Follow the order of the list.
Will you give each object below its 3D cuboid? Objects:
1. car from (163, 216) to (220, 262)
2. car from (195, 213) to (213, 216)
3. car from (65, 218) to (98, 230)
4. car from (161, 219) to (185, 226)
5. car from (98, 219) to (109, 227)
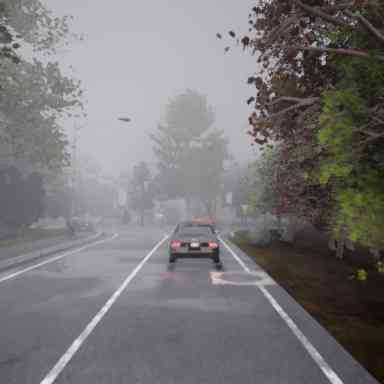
[{"bbox_3d":[0.099,1.877,13.336,2.033,1.411,5.357,0,-2,0],"label":"car"},{"bbox_3d":[1.172,2.695,29.097,2.097,1.767,4.553,-1,-5,9],"label":"car"},{"bbox_3d":[-14.606,4.058,42.750,2.128,1.511,4.902,4,-7,-43],"label":"car"},{"bbox_3d":[-4.078,6.468,70.885,5.008,1.535,1.882,1,-5,-5],"label":"car"},{"bbox_3d":[-17.527,5.836,62.285,1.812,1.442,4.674,-3,-5,29],"label":"car"}]
